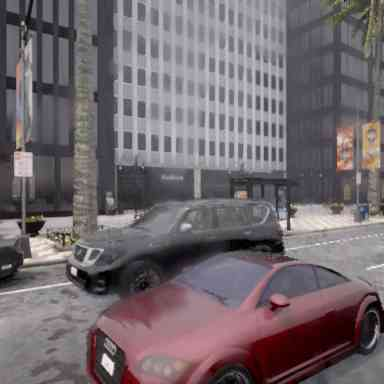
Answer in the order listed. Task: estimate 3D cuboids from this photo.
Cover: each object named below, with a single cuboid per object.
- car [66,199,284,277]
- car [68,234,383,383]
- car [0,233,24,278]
[{"bbox_3d":[-0.092,1.213,8.213,5.566,2.045,2.150,0,0,-35],"label":"car"},{"bbox_3d":[0.773,1.558,4.528,4.181,1.385,1.994,0,0,-35],"label":"car"},{"bbox_3d":[-6.450,1.483,7.362,4.892,1.521,2.231,0,0,-35],"label":"car"}]
